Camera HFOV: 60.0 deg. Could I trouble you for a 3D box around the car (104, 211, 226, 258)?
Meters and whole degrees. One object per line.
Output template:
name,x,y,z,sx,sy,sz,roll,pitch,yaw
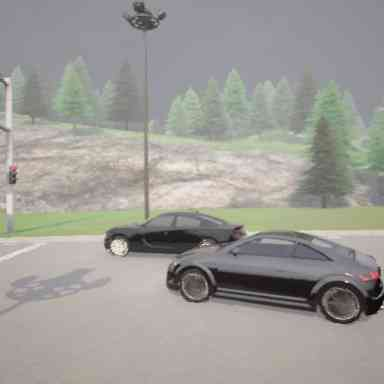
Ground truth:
car,-0.615,1.403,11.432,5.008,1.535,1.882,0,0,17

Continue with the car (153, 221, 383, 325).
car,1.568,1.495,6.882,4.181,1.385,1.994,0,0,26
